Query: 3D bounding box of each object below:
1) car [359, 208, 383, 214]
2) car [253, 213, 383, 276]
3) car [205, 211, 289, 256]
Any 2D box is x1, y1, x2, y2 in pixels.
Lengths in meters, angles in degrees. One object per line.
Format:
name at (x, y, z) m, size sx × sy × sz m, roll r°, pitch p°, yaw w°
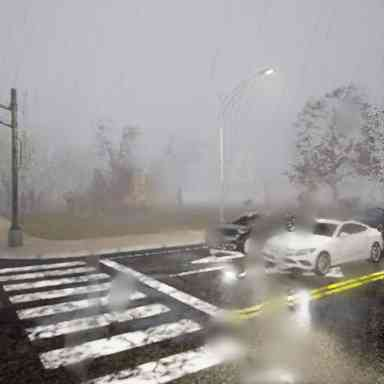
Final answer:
car at (10.716, 1.641, 19.156) m, size 5.357 × 1.411 × 2.033 m, roll 0°, pitch 0°, yaw -35°
car at (4.376, 1.589, 10.730) m, size 4.674 × 1.442 × 1.812 m, roll 0°, pitch 0°, yaw -35°
car at (2.729, 1.573, 13.577) m, size 4.892 × 1.490 × 1.837 m, roll 0°, pitch 0°, yaw -37°
